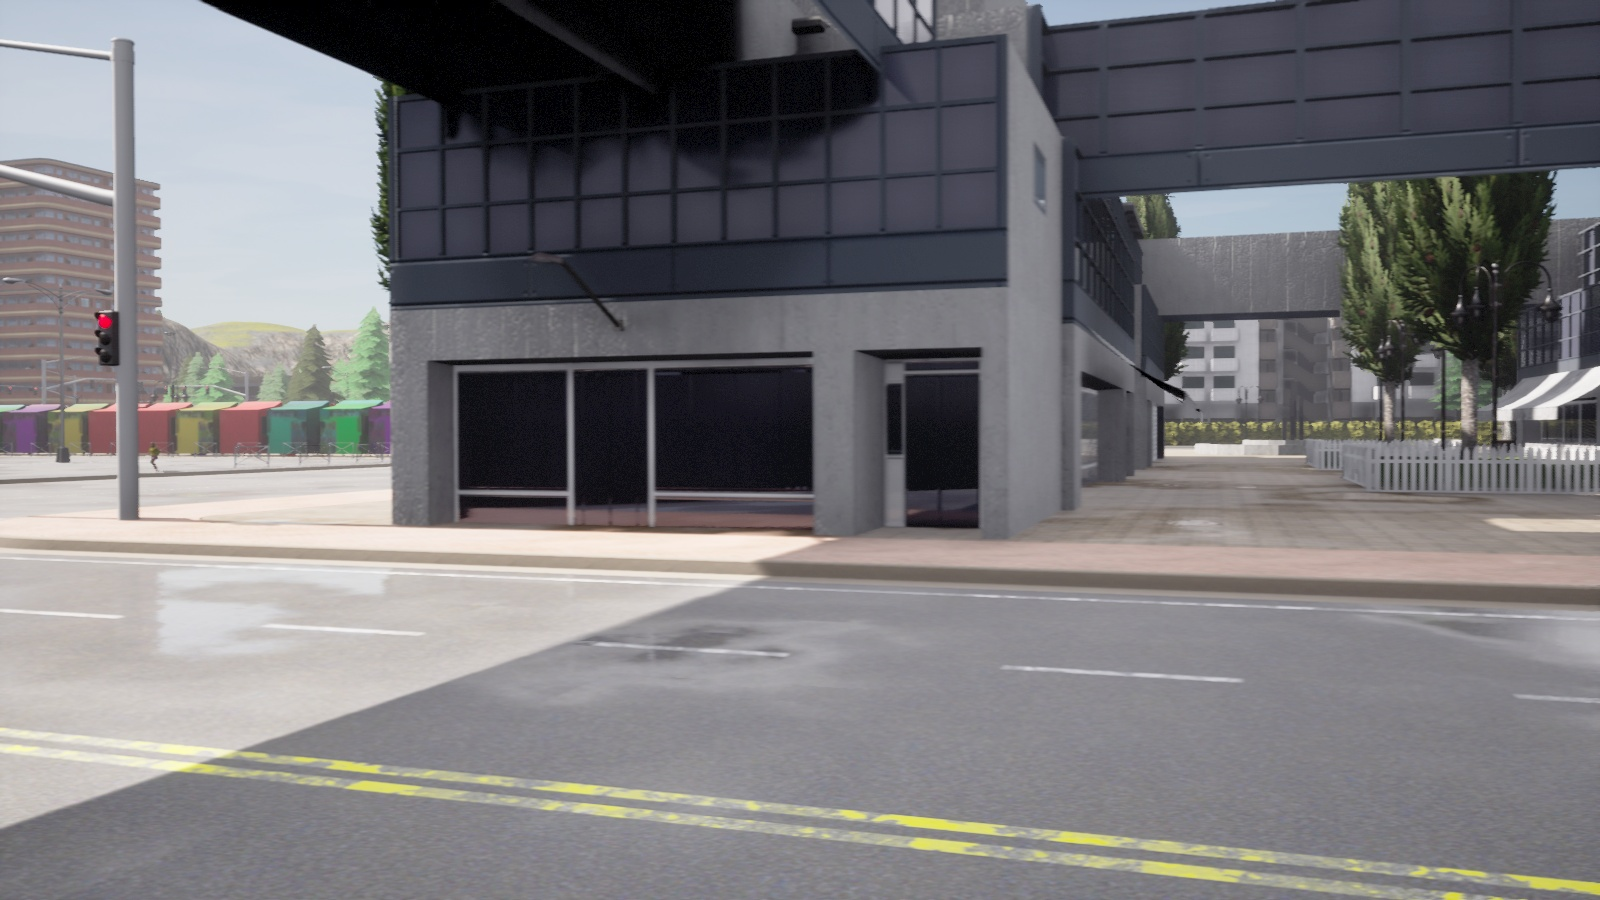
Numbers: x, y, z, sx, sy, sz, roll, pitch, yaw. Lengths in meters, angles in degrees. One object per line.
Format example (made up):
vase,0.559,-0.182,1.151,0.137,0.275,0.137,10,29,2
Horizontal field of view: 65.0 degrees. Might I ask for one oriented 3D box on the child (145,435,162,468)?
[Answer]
child,-23.267,0.054,45.197,0.299,1.160,0.473,1,1,20
